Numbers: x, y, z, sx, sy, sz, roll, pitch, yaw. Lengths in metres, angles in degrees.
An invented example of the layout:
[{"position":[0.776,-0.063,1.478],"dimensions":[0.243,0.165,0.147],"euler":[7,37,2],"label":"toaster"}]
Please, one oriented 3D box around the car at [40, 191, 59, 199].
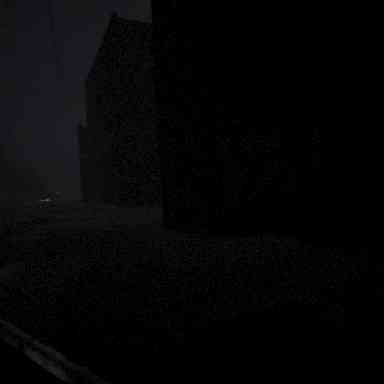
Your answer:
[{"position":[-27.902,0.601,65.136],"dimensions":[1.994,1.385,4.181],"euler":[-5,3,6],"label":"car"}]
